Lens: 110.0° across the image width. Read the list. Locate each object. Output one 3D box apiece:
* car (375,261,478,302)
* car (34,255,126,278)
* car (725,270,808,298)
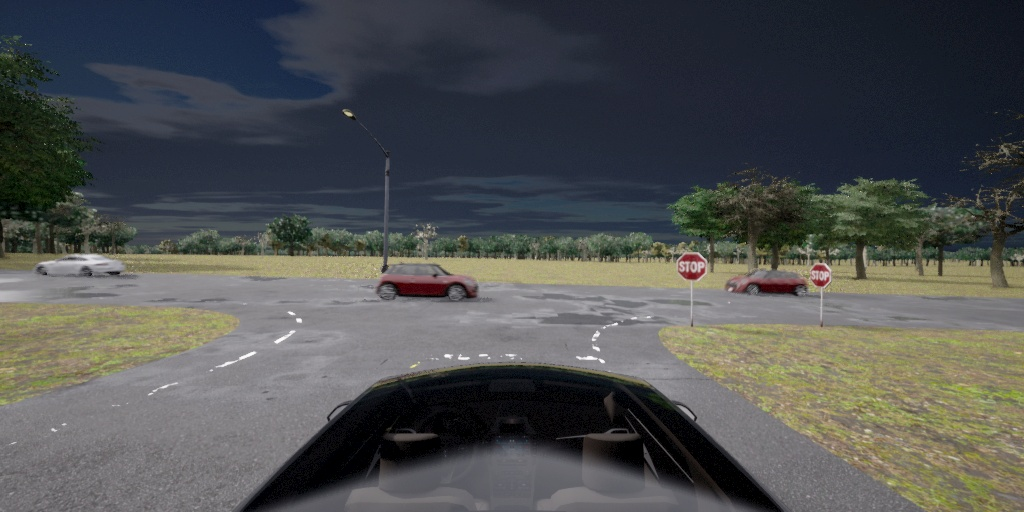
[{"bbox_3d":[-3.860,1.143,16.810,4.553,1.767,2.097,1,0,0],"label":"car"},{"bbox_3d":[-28.521,0.620,23.783,4.674,1.442,1.812,2,1,0],"label":"car"},{"bbox_3d":[16.767,1.697,23.778,4.553,1.767,2.097,2,1,0],"label":"car"}]
